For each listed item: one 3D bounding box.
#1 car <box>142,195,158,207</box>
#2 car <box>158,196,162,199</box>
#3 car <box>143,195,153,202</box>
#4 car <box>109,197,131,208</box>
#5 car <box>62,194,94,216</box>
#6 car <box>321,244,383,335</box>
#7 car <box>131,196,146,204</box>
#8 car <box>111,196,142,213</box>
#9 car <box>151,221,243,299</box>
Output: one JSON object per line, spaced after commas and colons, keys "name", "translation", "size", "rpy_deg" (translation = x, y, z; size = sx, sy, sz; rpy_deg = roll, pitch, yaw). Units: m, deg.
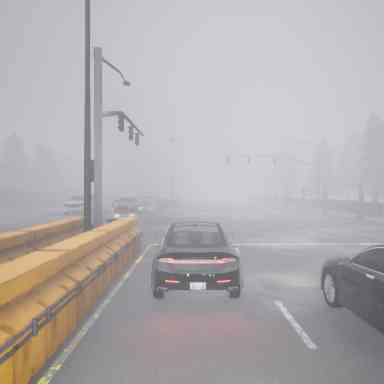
{"name": "car", "translation": [-7.132, 1.352, 52.534], "size": [2.097, 1.767, 4.553], "rpy_deg": [0, 0, 0]}
{"name": "car", "translation": [-7.056, 1.545, 68.031], "size": [2.033, 1.411, 5.357], "rpy_deg": [0, 0, 0]}
{"name": "car", "translation": [-10.560, 1.467, 79.971], "size": [1.882, 1.535, 5.008], "rpy_deg": [0, 0, 0]}
{"name": "car", "translation": [-10.634, 1.547, 49.600], "size": [2.033, 1.411, 5.357], "rpy_deg": [0, 0, 0]}
{"name": "car", "translation": [-10.625, 1.222, 32.309], "size": [2.150, 2.045, 5.566], "rpy_deg": [0, 0, 0]}
{"name": "car", "translation": [3.597, 1.505, 5.049], "size": [1.837, 1.490, 4.892], "rpy_deg": [0, 0, 0]}
{"name": "car", "translation": [-10.570, 1.491, 66.319], "size": [2.128, 1.511, 4.902], "rpy_deg": [0, 0, 1]}
{"name": "car", "translation": [-7.127, 1.351, 36.458], "size": [2.097, 1.767, 4.553], "rpy_deg": [0, 0, 0]}
{"name": "car", "translation": [0.078, 1.492, 8.463], "size": [2.128, 1.511, 4.902], "rpy_deg": [0, 0, -1]}
